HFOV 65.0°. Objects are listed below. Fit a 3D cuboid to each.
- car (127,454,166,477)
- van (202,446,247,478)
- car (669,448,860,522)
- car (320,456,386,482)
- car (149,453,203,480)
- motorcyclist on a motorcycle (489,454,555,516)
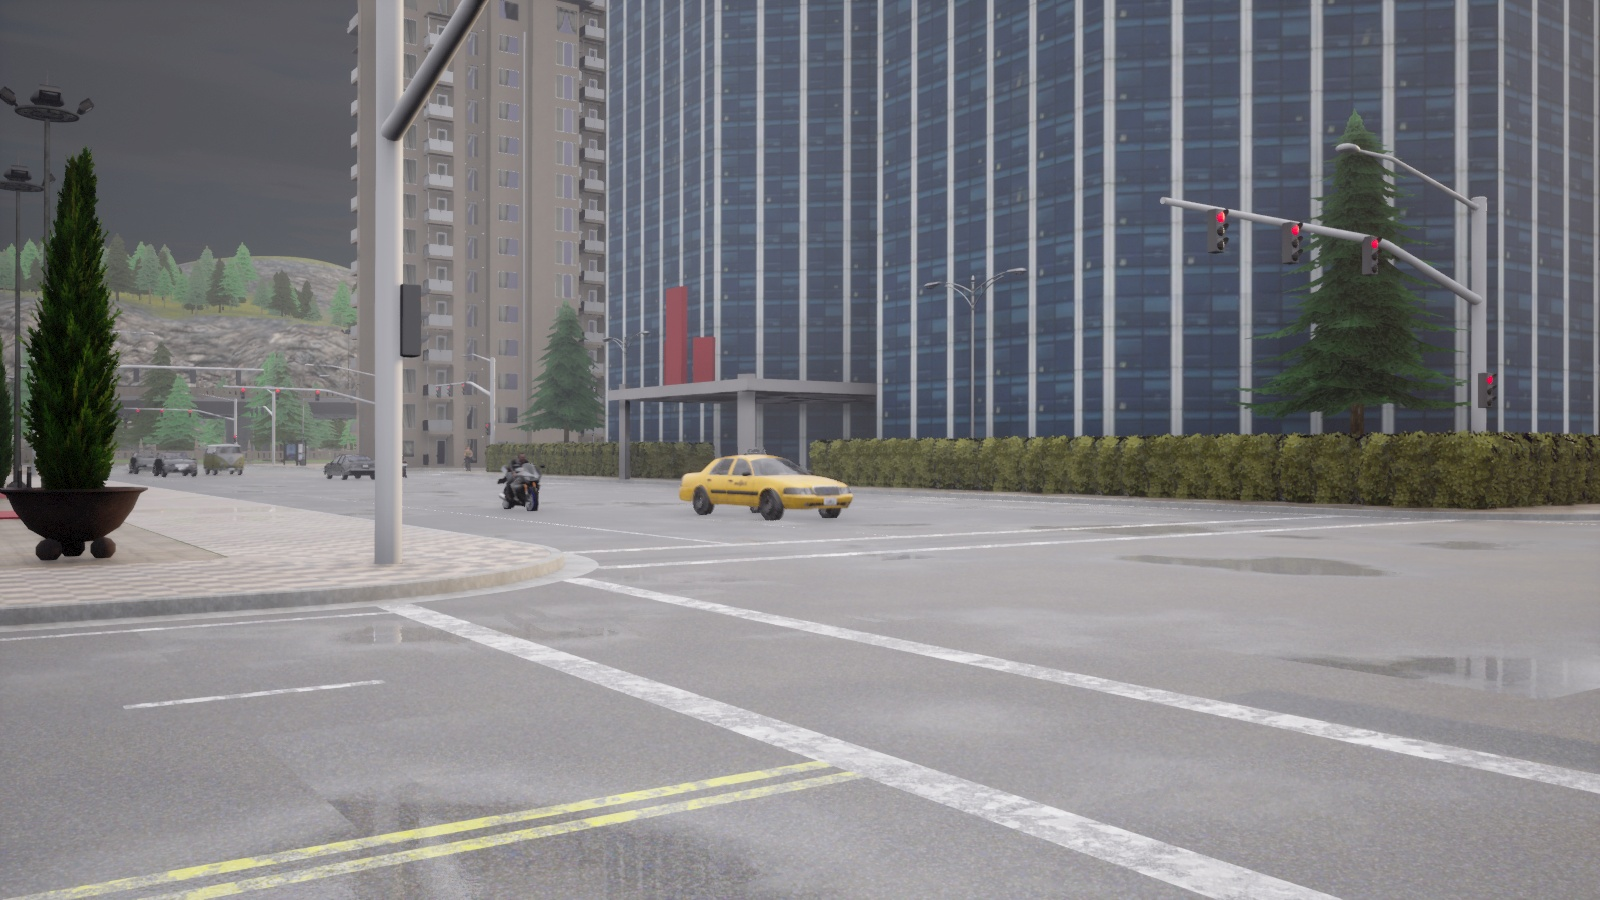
[{"bbox_3d":[-43.575,1.021,83.707,1.789,1.549,3.705,0,0,-35],"label":"car"},{"bbox_3d":[-36.692,0.771,80.022,1.775,1.987,4.442,0,0,-35],"label":"van"},{"bbox_3d":[-0.965,0.758,29.385,1.801,1.575,5.366,0,0,-35],"label":"car"},{"bbox_3d":[-24.587,1.013,68.936,2.033,1.411,5.357,0,0,-35],"label":"car"},{"bbox_3d":[-37.001,0.961,74.390,2.128,1.511,4.902,0,0,-35],"label":"car"},{"bbox_3d":[-7.118,0.873,32.036,0.866,1.530,2.191,0,0,-35],"label":"motorcyclist on a motorcycle"}]
